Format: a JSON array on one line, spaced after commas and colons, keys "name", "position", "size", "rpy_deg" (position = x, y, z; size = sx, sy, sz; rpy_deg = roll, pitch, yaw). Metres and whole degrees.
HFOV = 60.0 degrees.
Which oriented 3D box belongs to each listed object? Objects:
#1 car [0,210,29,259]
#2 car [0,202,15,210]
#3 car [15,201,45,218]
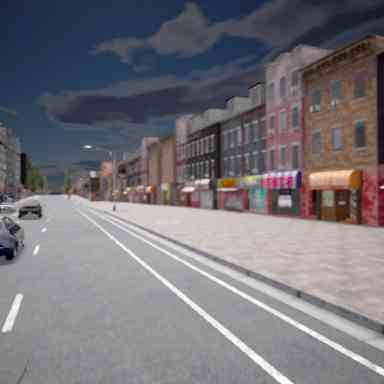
[{"name": "car", "position": [-7.411, 1.594, 12.285], "size": [1.994, 1.385, 4.181], "rpy_deg": [0, 0, -22]}, {"name": "car", "position": [-21.952, 1.808, 39.410], "size": [1.895, 1.301, 4.718], "rpy_deg": [0, -1, -21]}, {"name": "car", "position": [-14.890, 1.588, 30.925], "size": [1.837, 1.490, 4.892], "rpy_deg": [0, 0, -22]}]
